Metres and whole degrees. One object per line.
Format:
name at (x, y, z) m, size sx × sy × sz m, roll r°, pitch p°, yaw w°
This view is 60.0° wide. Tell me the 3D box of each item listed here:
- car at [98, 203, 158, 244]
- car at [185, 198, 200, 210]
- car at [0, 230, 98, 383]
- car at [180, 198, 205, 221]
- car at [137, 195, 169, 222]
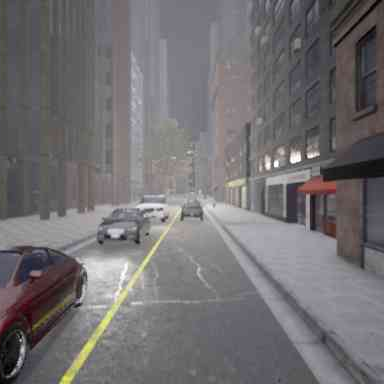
car at (-3.090, 1.509, 15.893) m, size 2.128 × 1.511 × 4.902 m, roll 0°, pitch 0°, yaw 0°
car at (0.066, 1.561, 44.090) m, size 1.812 × 1.442 × 4.674 m, roll 0°, pitch 0°, yaw 0°
car at (-3.100, 1.570, 5.171) m, size 1.994 × 1.385 × 4.181 m, roll 0°, pitch 0°, yaw 0°
car at (0.013, 1.520, 27.755) m, size 2.128 × 1.511 × 4.902 m, roll 0°, pitch 0°, yaw 0°
car at (-3.039, 1.246, 26.541) m, size 2.150 × 2.045 × 5.566 m, roll 0°, pitch 0°, yaw 1°
